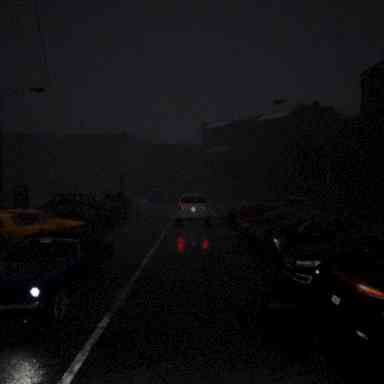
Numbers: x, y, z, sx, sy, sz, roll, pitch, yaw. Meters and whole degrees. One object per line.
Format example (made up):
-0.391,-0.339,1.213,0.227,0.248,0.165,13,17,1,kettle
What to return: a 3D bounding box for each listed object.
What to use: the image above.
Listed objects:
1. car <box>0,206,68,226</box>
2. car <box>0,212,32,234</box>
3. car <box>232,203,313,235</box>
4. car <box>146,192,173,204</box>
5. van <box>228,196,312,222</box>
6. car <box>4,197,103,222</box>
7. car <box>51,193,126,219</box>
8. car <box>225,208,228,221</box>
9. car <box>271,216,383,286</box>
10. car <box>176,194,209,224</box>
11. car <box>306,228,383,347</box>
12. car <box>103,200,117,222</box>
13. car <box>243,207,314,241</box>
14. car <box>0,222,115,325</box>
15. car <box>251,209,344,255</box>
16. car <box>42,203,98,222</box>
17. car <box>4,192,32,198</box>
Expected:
-7.876,1.464,12.668,5.366,1.575,1.946,0,0,0,car
-7.694,1.472,9.605,4.892,1.521,2.231,0,0,0,car
4.642,1.465,16.202,4.892,1.521,2.231,0,0,0,car
-4.115,0.711,41.531,1.994,1.385,4.181,-2,4,-32,car
4.517,1.229,18.995,4.442,1.987,1.878,0,1,0,van
-7.666,1.331,18.549,4.553,1.767,2.185,0,0,0,car
-7.673,1.130,24.321,5.566,2.045,2.435,0,1,0,car
4.625,1.426,21.805,4.892,1.521,2.231,0,1,0,car
4.650,1.473,7.824,4.892,1.521,2.231,0,0,0,car
0.053,1.126,23.968,2.150,2.045,5.566,0,1,-1,car
4.640,1.475,5.031,5.008,1.535,2.097,0,0,0,car
-7.704,1.431,21.380,5.008,1.535,2.097,0,1,0,car
4.640,1.506,13.412,4.674,1.452,2.002,0,0,0,car
-3.106,1.594,7.182,1.895,1.301,4.718,0,0,0,car
4.634,1.470,10.742,4.892,1.521,2.231,0,0,0,car
-7.508,1.461,15.608,5.366,1.575,1.946,0,0,0,car
-26.391,0.671,49.729,5.008,1.535,1.882,-2,3,12,car
